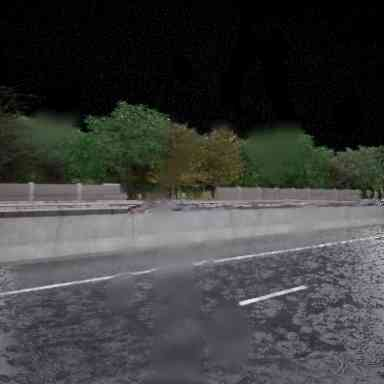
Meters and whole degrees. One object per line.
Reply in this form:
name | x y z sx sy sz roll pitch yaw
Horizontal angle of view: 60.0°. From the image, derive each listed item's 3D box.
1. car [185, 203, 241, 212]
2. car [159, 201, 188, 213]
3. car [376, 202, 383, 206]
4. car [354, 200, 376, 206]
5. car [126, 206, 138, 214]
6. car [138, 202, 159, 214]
car | 1.997 1.625 22.601 4.181 1.385 1.994 1 0 -35
car | -0.041 1.625 25.447 4.181 1.385 1.994 1 0 -35
car | 31.387 1.823 52.078 4.553 1.767 2.097 1 0 -35
car | 28.581 2.013 54.373 5.357 1.411 2.033 1 0 -35
car | -4.027 1.626 31.198 4.181 1.385 1.994 1 0 -35
car | -1.739 1.556 28.535 4.902 1.511 2.128 1 0 -35
